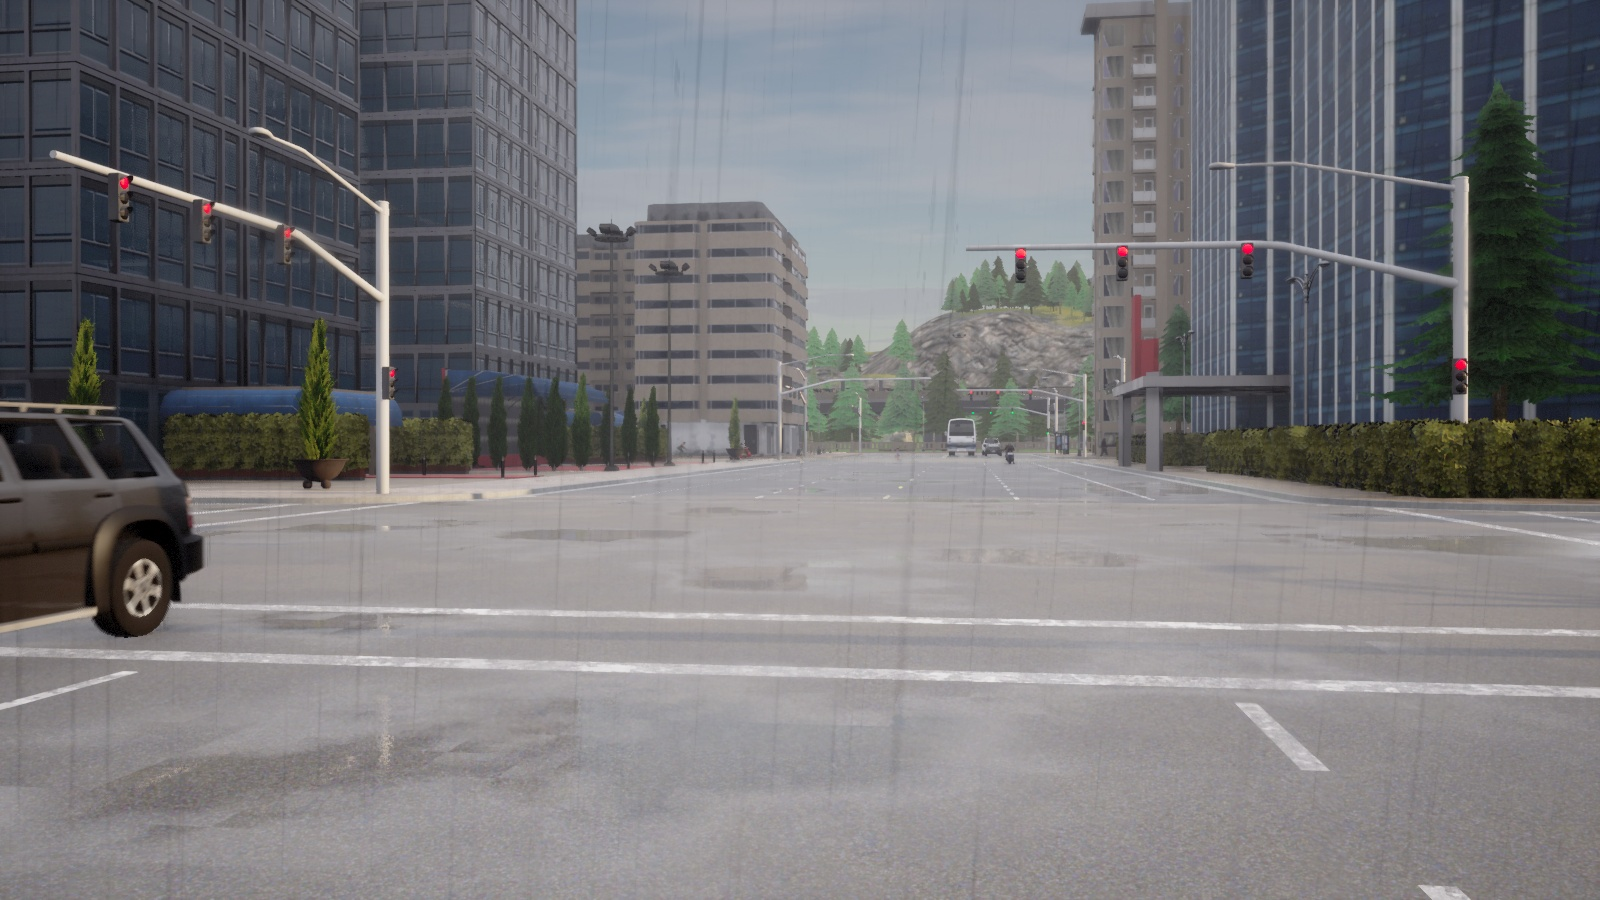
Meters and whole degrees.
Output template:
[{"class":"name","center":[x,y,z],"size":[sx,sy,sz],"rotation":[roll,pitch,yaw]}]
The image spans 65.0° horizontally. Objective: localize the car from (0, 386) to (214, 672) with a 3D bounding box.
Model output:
[{"class":"car","center":[-6.137,0.511,8.301],"size":[1.932,1.855,4.605],"rotation":[0,0,7]}]

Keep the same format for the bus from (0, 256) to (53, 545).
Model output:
[{"class":"bus","center":[-16.983,-0.747,18.278],"size":[10.273,4.253,3.944],"rotation":[0,0,8]}]
